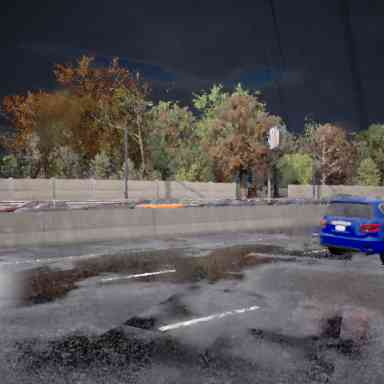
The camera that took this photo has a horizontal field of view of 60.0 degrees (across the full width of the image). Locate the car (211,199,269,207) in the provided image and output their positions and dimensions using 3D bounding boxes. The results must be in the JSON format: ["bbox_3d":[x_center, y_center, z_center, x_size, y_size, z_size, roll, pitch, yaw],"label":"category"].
[{"bbox_3d":[5.119,1.548,35.186,5.357,1.411,2.033,0,0,-30],"label":"car"}]

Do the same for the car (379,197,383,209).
[{"bbox_3d":[27.175,1.488,44.002,5.008,1.535,1.882,0,0,-30],"label":"car"}]

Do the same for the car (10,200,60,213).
[{"bbox_3d":[-11.067,1.492,25.738,4.902,1.511,2.128,0,0,-30],"label":"car"}]

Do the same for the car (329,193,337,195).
[{"bbox_3d":[21.080,1.228,48.548,5.566,2.045,2.150,0,0,-30],"label":"car"}]

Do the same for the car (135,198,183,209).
[{"bbox_3d":[-3.077,1.352,30.401,4.553,1.767,2.097,0,0,-30],"label":"car"}]

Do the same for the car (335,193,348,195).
[{"bbox_3d":[22.053,1.359,45.067,4.553,1.767,2.097,0,0,-30],"label":"car"}]

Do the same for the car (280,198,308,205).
[{"bbox_3d":[13.528,1.494,40.093,4.902,1.511,2.128,0,0,-30],"label":"car"}]

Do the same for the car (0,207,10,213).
[{"bbox_3d":[-13.557,1.478,28.339,5.008,1.535,1.882,0,0,-30],"label":"car"}]

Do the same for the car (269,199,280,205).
[{"bbox_3d":[12.150,1.550,43.340,5.357,1.411,2.033,0,0,-30],"label":"car"}]

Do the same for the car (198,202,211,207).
[{"bbox_3d":[3.263,1.548,38.161,5.357,1.411,2.033,0,0,-30],"label":"car"}]

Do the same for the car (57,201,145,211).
[{"bbox_3d":[-5.638,1.525,20.806,4.674,1.442,1.812,0,0,-30],"label":"car"}]

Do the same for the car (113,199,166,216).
[{"bbox_3d":[-5.179,1.505,33.224,4.892,1.490,1.837,0,0,-30],"label":"car"}]

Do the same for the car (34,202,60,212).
[{"bbox_3d":[-8.243,1.601,23.338,4.718,1.301,1.895,0,0,-30],"label":"car"}]

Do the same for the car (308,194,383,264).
[{"bbox_3d":[6.927,1.220,11.693,5.566,2.045,2.150,0,0,-30],"label":"car"}]
